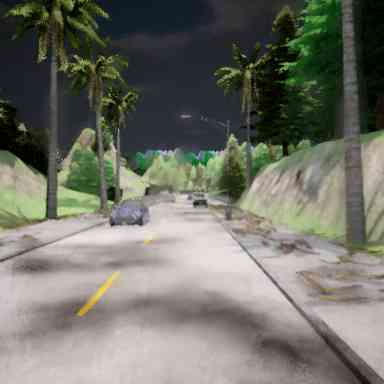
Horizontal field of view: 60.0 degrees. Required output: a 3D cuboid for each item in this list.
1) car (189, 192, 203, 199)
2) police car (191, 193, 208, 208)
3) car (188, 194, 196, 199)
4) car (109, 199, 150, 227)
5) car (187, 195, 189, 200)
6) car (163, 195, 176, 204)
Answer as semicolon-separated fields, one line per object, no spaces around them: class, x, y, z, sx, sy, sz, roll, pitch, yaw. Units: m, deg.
car;1.054;1.069;55.670;2.150;2.045;5.566;-3;0;1
police car;1.152;1.315;45.771;1.930;1.638;5.238;-2;-1;0
car;-0.026;1.178;94.903;2.033;1.411;5.357;0;0;0
car;-4.097;1.309;22.454;2.097;1.767;4.553;0;0;0
car;-0.021;1.069;80.461;2.097;1.767;4.553;0;0;0
car;-4.026;1.262;60.887;2.097;1.767;4.553;0;0;0
